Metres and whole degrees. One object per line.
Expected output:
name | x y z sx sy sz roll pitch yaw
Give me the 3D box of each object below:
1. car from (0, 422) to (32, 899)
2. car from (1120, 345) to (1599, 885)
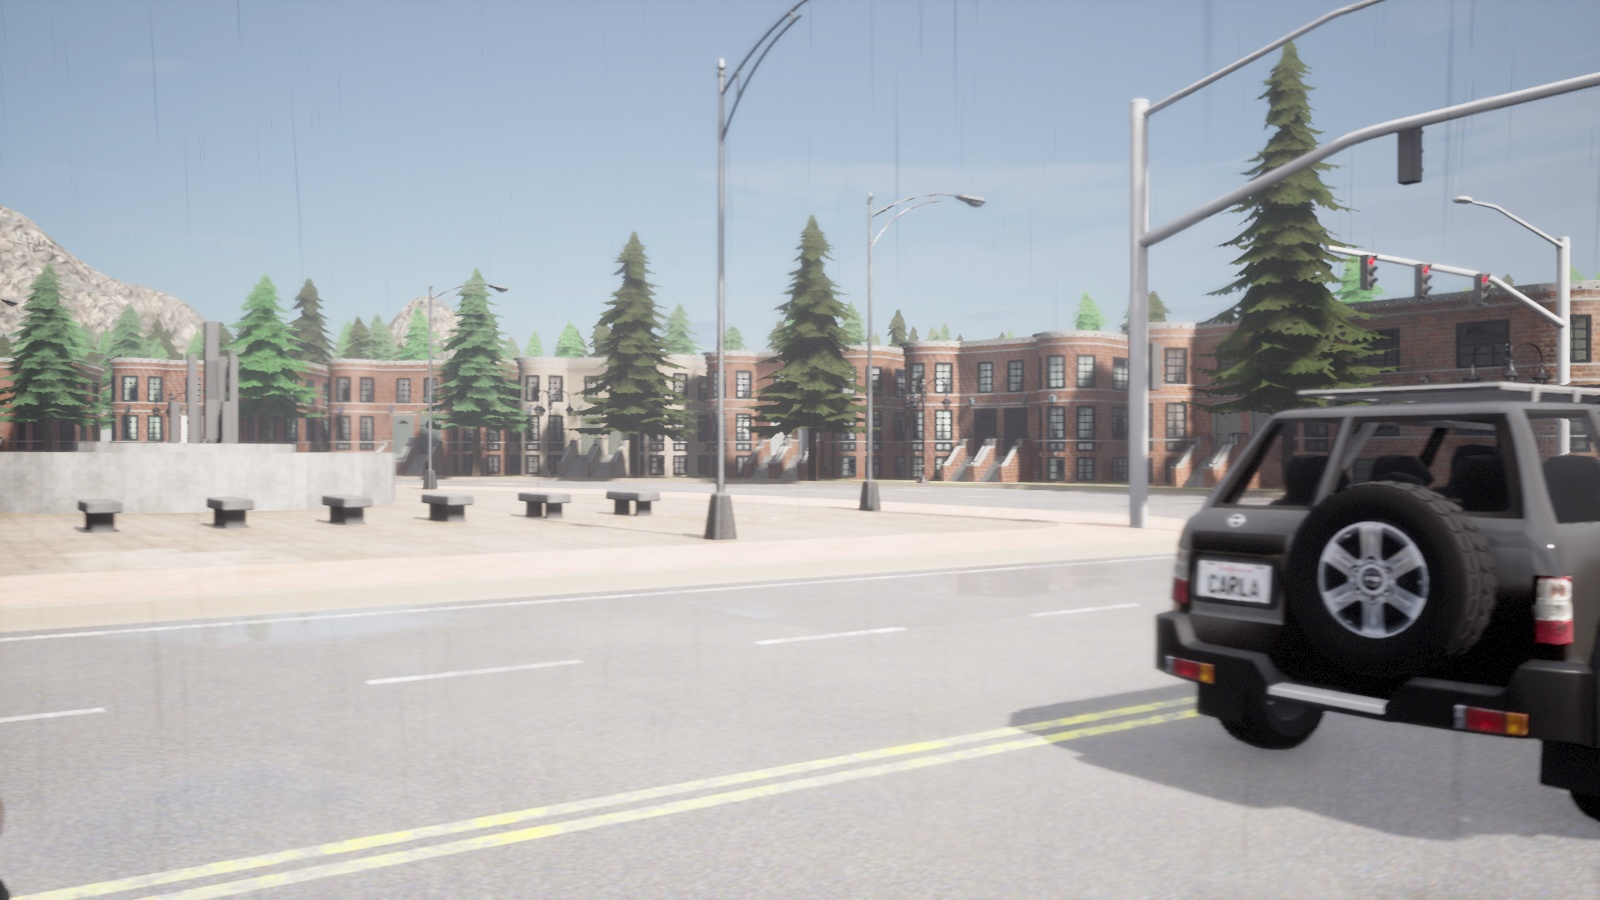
car | -3.667 0.733 1.100 5.008 1.535 1.882 0 0 -35
car | 3.950 0.569 6.426 4.605 1.855 1.932 0 0 -35
